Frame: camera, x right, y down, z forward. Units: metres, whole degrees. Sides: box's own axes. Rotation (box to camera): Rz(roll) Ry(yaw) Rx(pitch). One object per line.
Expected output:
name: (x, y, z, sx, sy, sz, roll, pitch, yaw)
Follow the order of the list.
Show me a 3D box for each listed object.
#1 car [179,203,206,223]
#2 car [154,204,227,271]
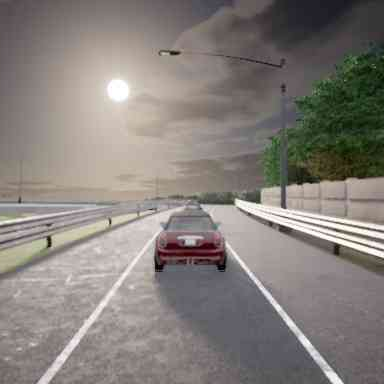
car: (0.102, 1.704, 27.420, 1.994, 1.385, 4.181, 0, 0, 2)
car: (-0.053, 1.414, 11.347, 2.097, 1.767, 4.553, 0, 0, 0)
